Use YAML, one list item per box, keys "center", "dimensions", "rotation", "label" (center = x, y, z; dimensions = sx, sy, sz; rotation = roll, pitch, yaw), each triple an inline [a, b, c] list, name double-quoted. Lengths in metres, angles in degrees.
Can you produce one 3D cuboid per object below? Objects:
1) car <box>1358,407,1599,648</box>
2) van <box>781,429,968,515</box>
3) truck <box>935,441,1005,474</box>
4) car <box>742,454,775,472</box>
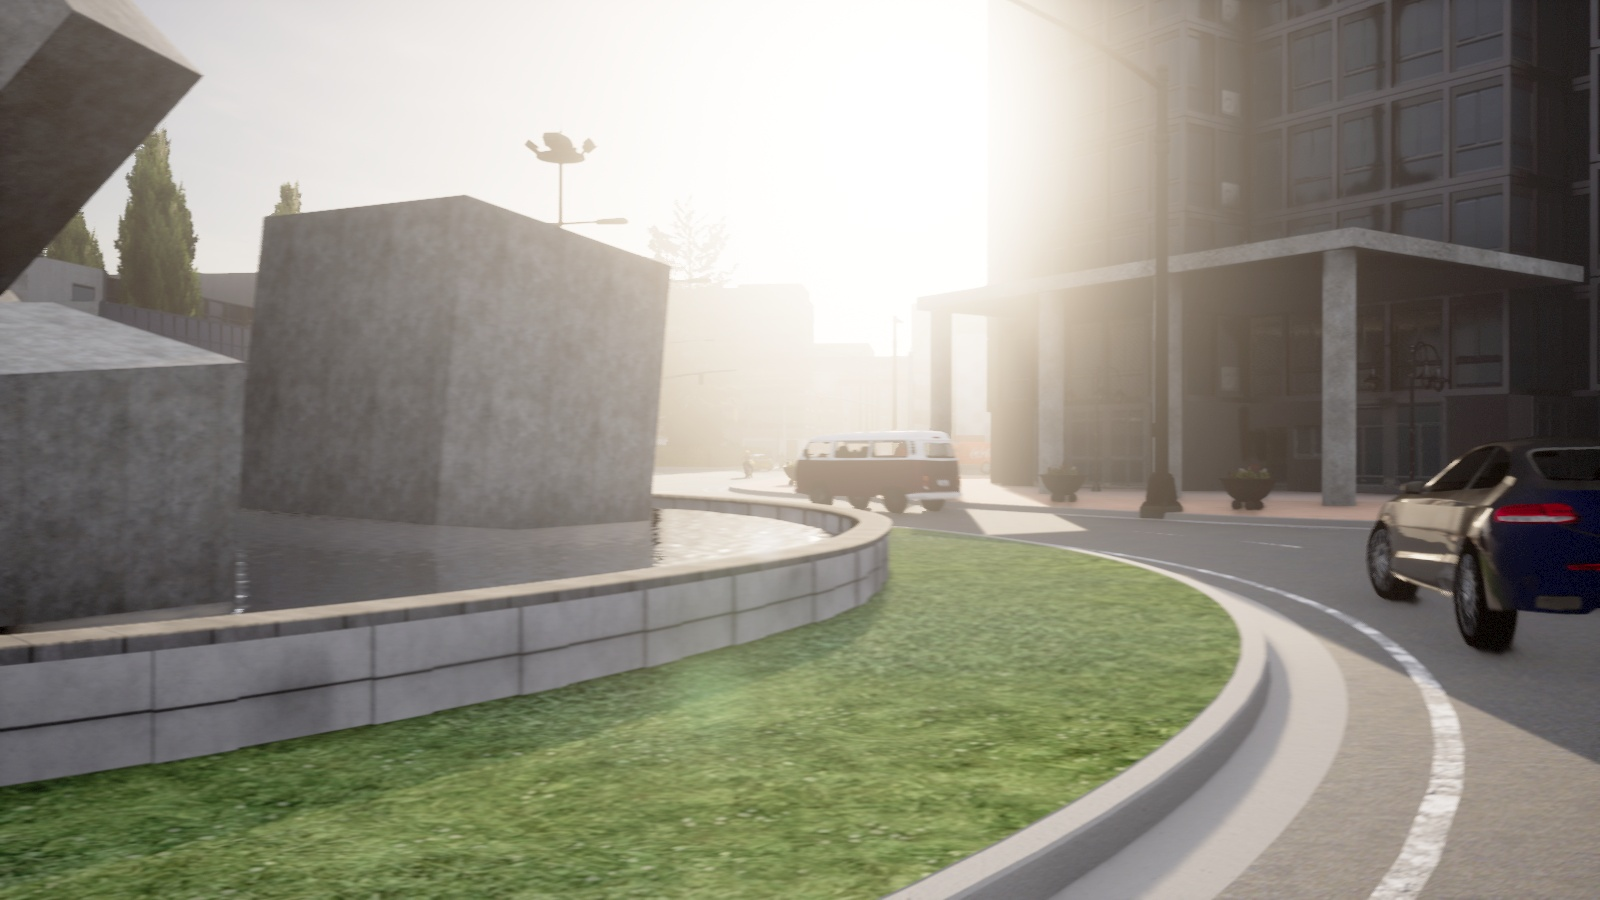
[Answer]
- center: [6.508, 0.535, 10.957]
  dimensions: [2.152, 1.651, 5.027]
  rotation: [0, 0, 14]
  label: "car"
- center: [1.849, 0.529, 32.040]
  dimensions: [4.480, 2.038, 2.069]
  rotation: [0, 0, 44]
  label: "van"
- center: [12.985, 0.543, 96.307]
  dimensions: [5.204, 2.467, 2.627]
  rotation: [1, 0, 6]
  label: "truck"
- center: [-3.276, 1.013, 98.524]
  dimensions: [1.481, 1.376, 2.207]
  rotation: [0, 0, 41]
  label: "car"
